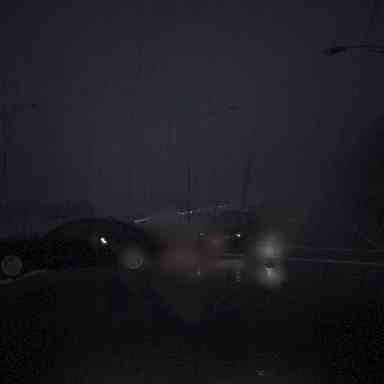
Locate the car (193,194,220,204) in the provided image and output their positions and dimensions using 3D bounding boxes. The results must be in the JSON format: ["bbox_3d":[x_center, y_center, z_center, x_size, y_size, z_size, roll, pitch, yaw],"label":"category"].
[{"bbox_3d":[1.727,1.126,56.763,5.027,1.636,2.152,0,0,19],"label":"car"}]

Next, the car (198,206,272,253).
[{"bbox_3d":[1.832,1.514,13.876,1.812,1.442,4.674,0,0,24],"label":"car"}]

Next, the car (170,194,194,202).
[{"bbox_3d":[-2.024,1.258,68.675,4.514,1.523,2.007,0,0,19],"label":"car"}]

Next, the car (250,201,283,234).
[{"bbox_3d":[3.984,1.490,19.282,1.837,1.490,4.892,0,0,19],"label":"car"}]

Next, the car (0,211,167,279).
[{"bbox_3d":[-3.271,1.475,9.857,5.008,1.535,1.882,0,0,-15],"label":"car"}]

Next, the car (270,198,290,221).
[{"bbox_3d":[5.901,1.475,24.927,2.128,1.511,4.902,0,0,19],"label":"car"}]

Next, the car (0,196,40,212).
[{"bbox_3d":[-15.079,1.356,29.404,3.806,1.475,1.970,0,0,19],"label":"car"}]

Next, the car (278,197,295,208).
[{"bbox_3d":[13.596,1.468,47.653,2.128,1.511,4.902,0,0,19],"label":"car"}]

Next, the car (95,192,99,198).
[{"bbox_3d":[-21.776,1.298,67.993,3.806,1.475,1.970,0,0,19],"label":"car"}]

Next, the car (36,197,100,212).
[{"bbox_3d":[-9.006,1.356,24.201,3.633,1.501,1.845,0,0,19],"label":"car"}]

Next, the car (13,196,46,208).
[{"bbox_3d":[-21.645,1.273,44.288,3.633,1.501,1.845,0,0,19],"label":"car"}]

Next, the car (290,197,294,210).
[{"bbox_3d":[9.830,1.544,36.525,1.994,1.385,4.181,0,0,19],"label":"car"}]

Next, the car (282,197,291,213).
[{"bbox_3d":[7.785,1.487,30.488,1.837,1.490,4.892,0,0,19],"label":"car"}]

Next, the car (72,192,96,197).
[{"bbox_3d":[-18.401,1.249,53.739,4.514,1.523,2.007,0,0,19],"label":"car"}]

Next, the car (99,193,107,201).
[{"bbox_3d":[-20.131,1.014,70.946,3.866,1.878,1.905,0,0,19],"label":"car"}]

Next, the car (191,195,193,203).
[{"bbox_3d":[-2.376,1.053,44.644,3.866,1.878,1.905,0,0,19],"label":"car"}]

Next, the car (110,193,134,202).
[{"bbox_3d":[-13.732,1.046,65.310,4.605,1.855,1.932,0,0,19],"label":"car"}]

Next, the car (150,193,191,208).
[{"bbox_3d":[-2.917,1.074,41.759,4.605,1.855,1.932,0,0,19],"label":"car"}]
